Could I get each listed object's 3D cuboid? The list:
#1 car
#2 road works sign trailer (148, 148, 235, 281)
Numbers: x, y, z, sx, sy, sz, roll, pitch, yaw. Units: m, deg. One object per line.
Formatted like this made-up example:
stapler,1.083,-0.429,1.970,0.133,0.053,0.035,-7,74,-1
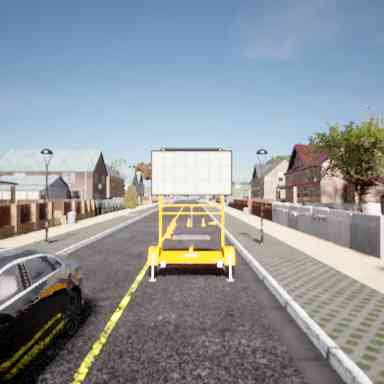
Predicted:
car,-2.758,1.507,3.815,2.128,1.511,4.902,0,0,0
road works sign trailer,-0.010,0.505,9.916,2.380,3.560,2.880,0,0,0
